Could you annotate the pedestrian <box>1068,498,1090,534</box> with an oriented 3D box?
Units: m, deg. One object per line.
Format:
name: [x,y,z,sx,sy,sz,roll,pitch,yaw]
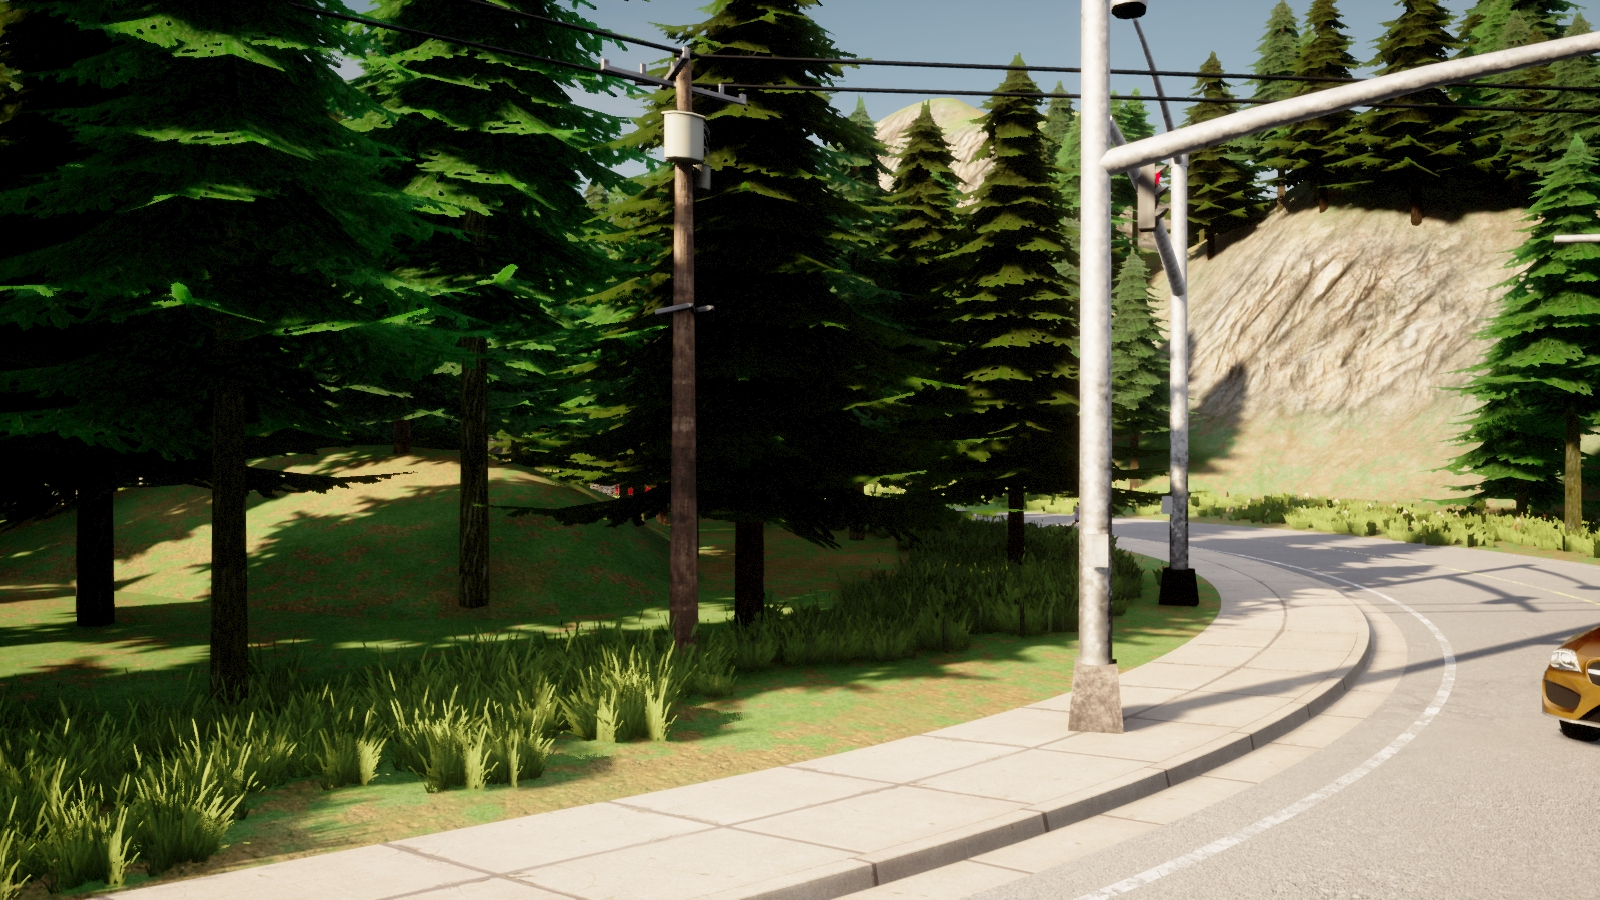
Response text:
pedestrian: [8.685,2.049,35.567,0.500,1.100,0.500,0,0,-15]

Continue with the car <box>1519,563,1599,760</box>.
car: [9.577,1.970,11.147,5.027,1.651,2.152,0,0,-29]
